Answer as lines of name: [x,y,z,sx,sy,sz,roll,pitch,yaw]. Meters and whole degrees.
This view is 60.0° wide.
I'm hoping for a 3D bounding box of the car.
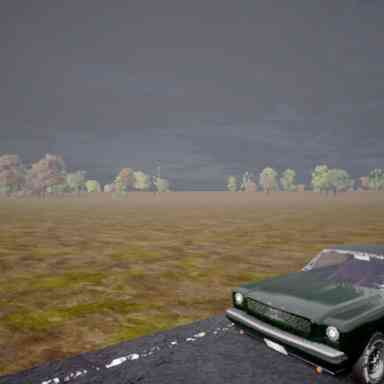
car: [2.827,1.600,5.402,4.718,1.301,1.895,0,0,-36]
